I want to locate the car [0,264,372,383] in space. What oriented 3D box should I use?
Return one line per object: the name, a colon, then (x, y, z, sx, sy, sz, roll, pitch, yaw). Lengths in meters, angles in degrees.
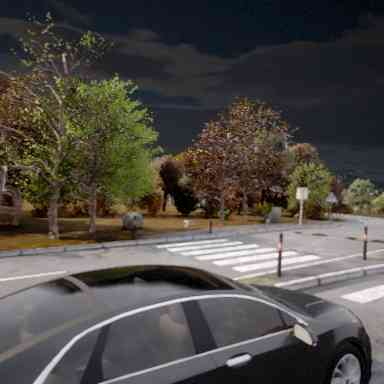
car: (-0.164, 1.514, 3.268, 4.892, 1.490, 1.837, 0, 0, -34)
